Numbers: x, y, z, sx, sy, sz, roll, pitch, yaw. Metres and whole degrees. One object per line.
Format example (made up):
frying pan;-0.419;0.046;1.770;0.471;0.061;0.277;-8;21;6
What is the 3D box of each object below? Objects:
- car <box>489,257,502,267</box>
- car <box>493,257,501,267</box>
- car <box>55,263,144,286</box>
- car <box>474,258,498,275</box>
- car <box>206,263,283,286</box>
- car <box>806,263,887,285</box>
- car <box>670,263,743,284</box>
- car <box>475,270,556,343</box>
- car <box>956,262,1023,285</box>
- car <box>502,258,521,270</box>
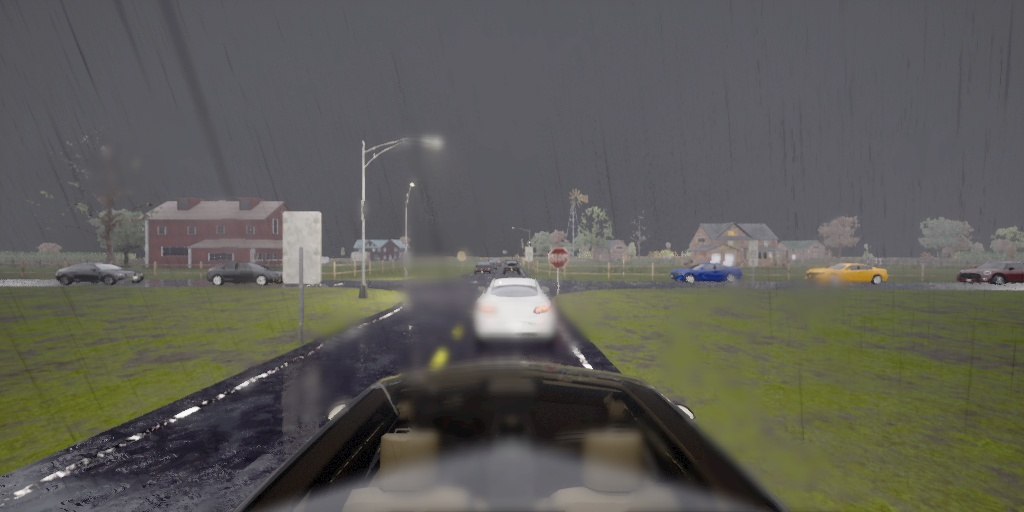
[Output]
car;-3.019;1.042;65.082;2.097;1.767;4.553;0;0;0
car;-3.010;1.254;51.339;2.033;1.411;5.357;0;0;1
car;-27.533;1.184;23.991;4.674;1.442;1.812;0;0;0
car;-3.016;1.267;39.635;2.033;1.411;5.357;0;0;1
car;-17.548;1.190;23.949;4.892;1.490;1.837;0;0;0
car;24.847;1.299;26.735;5.008;1.535;1.882;0;0;0
car;14.451;1.259;26.778;5.008;1.535;1.882;0;0;0
car;0.073;1.270;9.582;1.812;1.442;4.674;0;0;0
car;36.215;1.224;26.674;4.553;1.767;2.097;0;0;0
car;-0.044;1.223;40.593;1.837;1.490;4.892;0;0;0
